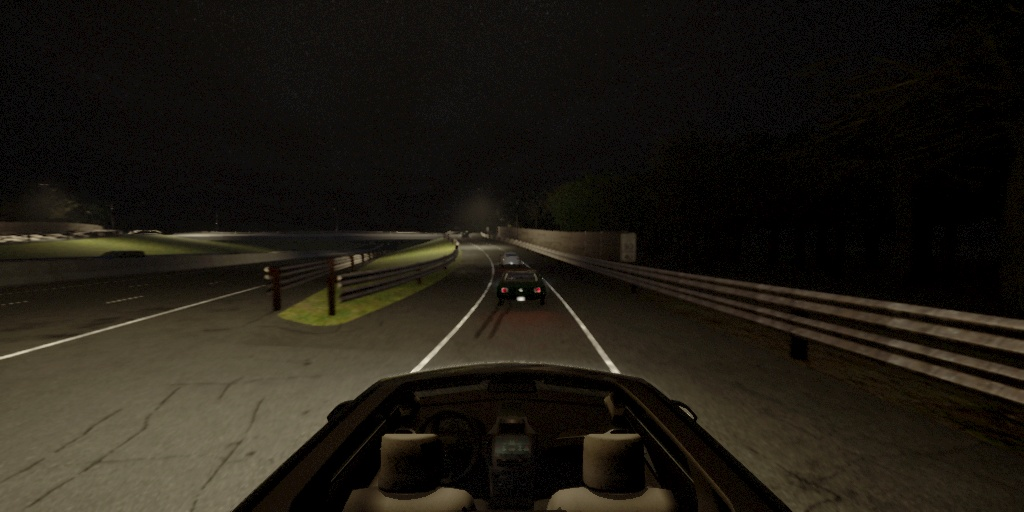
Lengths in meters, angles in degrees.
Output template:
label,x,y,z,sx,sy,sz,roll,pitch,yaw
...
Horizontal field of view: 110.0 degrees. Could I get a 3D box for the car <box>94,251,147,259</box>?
label,x,y,z,sx,sy,sz,roll,pitch,yaw
car,-38.838,0.496,35.505,2.150,2.045,5.566,-1,1,-18

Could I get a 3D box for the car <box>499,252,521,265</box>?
label,x,y,z,sx,sy,sz,roll,pitch,yaw
car,-0.202,0.320,35.660,1.812,1.442,4.674,0,3,-4

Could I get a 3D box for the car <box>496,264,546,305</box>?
label,x,y,z,sx,sy,sz,roll,pitch,yaw
car,0.375,1.240,15.442,1.895,1.301,4.718,0,1,1
